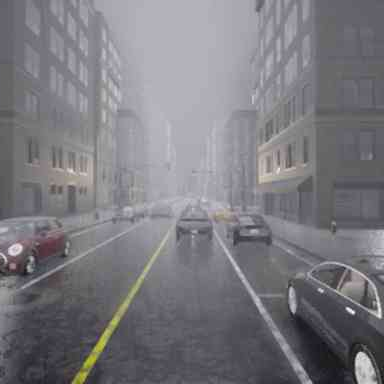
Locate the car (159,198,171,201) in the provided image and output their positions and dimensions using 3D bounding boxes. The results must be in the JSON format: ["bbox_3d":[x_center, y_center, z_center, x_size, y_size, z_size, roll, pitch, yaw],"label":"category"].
[{"bbox_3d":[-5.323,2.123,60.054,2.008,1.369,4.403,0,-1,0],"label":"car"}]

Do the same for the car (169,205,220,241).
[{"bbox_3d":[0.120,1.666,17.864,2.128,1.511,4.902,0,0,0],"label":"car"}]

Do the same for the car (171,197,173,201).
[{"bbox_3d":[-5.323,2.147,65.290,1.752,1.417,4.829,0,-1,0],"label":"car"}]

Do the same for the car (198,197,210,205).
[{"bbox_3d":[2.712,2.174,65.452,2.008,1.369,4.403,0,-1,0],"label":"car"}]

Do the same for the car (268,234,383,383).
[{"bbox_3d":[2.643,1.598,4.766,2.008,1.369,4.403,0,-1,0],"label":"car"}]

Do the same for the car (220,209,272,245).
[{"bbox_3d":[2.656,1.723,16.128,1.947,1.339,4.313,0,-1,0],"label":"car"}]

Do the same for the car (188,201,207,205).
[{"bbox_3d":[0.139,1.887,33.501,1.994,1.385,4.181,0,-1,0],"label":"car"}]

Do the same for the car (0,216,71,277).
[{"bbox_3d":[-5.376,1.542,10.454,1.967,1.590,4.097,0,-1,0],"label":"car"}]

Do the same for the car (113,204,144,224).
[{"bbox_3d":[-5.357,1.848,27.497,1.802,1.307,4.206,0,-1,0],"label":"car"}]

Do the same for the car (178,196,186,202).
[{"bbox_3d":[-2.646,2.040,94.879,2.128,1.511,4.902,0,-1,0],"label":"car"}]

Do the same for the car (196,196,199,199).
[{"bbox_3d":[2.741,2.142,87.078,2.192,1.841,5.009,0,-1,0],"label":"car"}]

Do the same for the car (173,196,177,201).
[{"bbox_3d":[-5.320,2.216,81.679,1.967,1.590,4.097,0,-1,0],"label":"car"}]

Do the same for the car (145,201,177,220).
[{"bbox_3d":[-2.782,1.850,31.348,2.033,1.411,5.357,0,-1,0],"label":"car"}]

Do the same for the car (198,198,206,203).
[{"bbox_3d":[2.748,2.444,92.482,1.947,1.339,4.313,0,-1,0],"label":"car"}]

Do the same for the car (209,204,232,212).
[{"bbox_3d":[2.668,1.793,27.660,1.752,1.417,4.829,0,-1,0],"label":"car"}]
